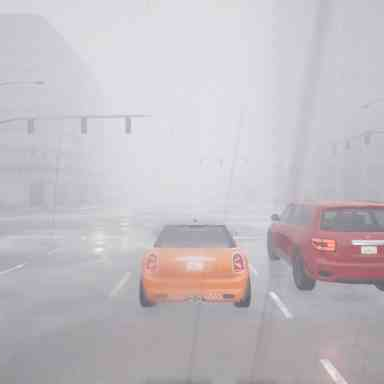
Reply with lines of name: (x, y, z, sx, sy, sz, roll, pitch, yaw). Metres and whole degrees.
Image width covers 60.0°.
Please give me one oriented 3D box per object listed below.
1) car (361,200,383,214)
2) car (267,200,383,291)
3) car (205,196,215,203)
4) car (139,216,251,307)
car: (20.540, 1.564, 35.269, 4.181, 1.385, 1.994, 0, 0, 1)
car: (3.556, 1.221, 9.134, 2.150, 2.045, 5.566, 0, 0, 3)
car: (3.763, 1.525, 69.294, 1.812, 1.442, 4.674, 0, 0, 0)
car: (0.077, 1.352, 8.115, 2.097, 1.767, 4.553, 0, 0, 1)
